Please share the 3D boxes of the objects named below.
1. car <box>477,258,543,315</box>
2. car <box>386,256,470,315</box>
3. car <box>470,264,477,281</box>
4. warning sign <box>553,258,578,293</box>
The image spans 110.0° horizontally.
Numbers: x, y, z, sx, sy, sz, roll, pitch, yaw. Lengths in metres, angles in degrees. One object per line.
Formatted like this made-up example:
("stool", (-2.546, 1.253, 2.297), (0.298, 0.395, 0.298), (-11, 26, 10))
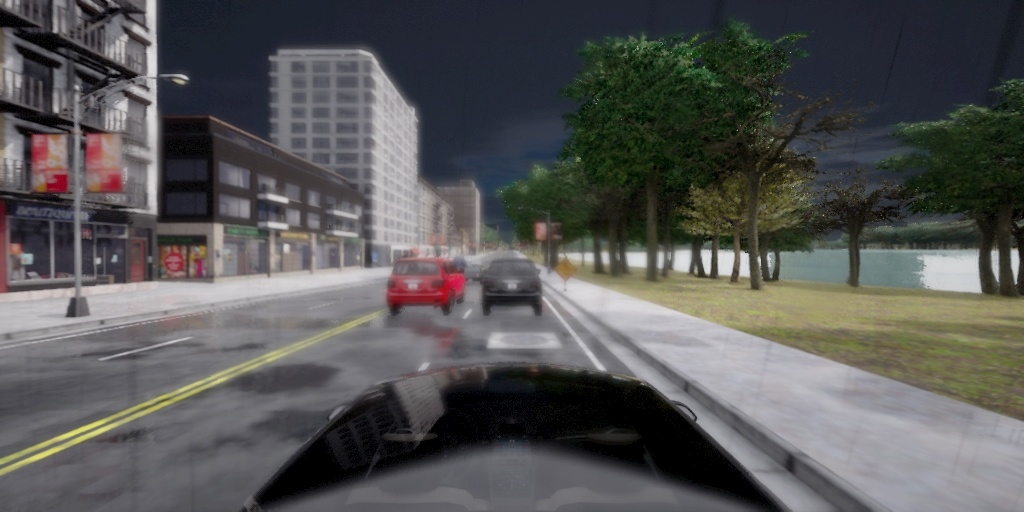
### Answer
("car", (0.021, 1.090, 14.407), (2.150, 2.045, 5.566), (0, 0, 0))
("car", (-3.229, 1.090, 14.425), (2.150, 2.045, 5.566), (0, 0, 0))
("car", (-3.207, 1.597, 30.099), (1.895, 1.301, 4.718), (0, 0, 1))
("warning sign", (2.866, 1.022, 19.330), (1.300, 1.860, 1.060), (0, 0, 0))
